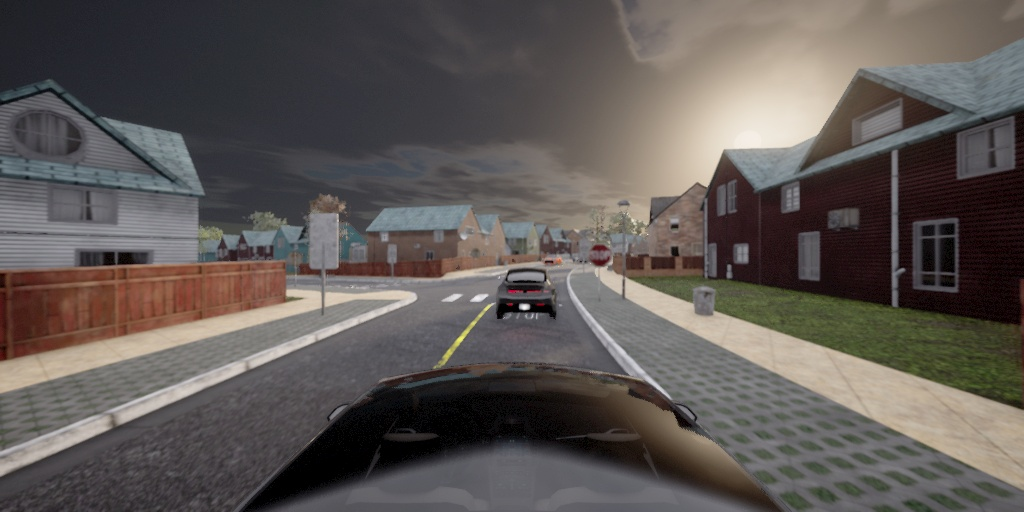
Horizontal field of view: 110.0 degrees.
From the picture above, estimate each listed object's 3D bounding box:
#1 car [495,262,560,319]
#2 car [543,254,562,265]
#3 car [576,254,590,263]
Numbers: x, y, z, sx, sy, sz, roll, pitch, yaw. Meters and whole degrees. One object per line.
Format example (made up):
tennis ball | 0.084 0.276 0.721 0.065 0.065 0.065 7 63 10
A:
car | 0.573 1.142 12.355 1.837 1.490 4.892 0 1 5
car | 5.875 0.506 51.798 2.097 1.767 4.553 0 1 19
car | 13.235 0.525 62.811 2.033 1.411 5.357 0 1 25
